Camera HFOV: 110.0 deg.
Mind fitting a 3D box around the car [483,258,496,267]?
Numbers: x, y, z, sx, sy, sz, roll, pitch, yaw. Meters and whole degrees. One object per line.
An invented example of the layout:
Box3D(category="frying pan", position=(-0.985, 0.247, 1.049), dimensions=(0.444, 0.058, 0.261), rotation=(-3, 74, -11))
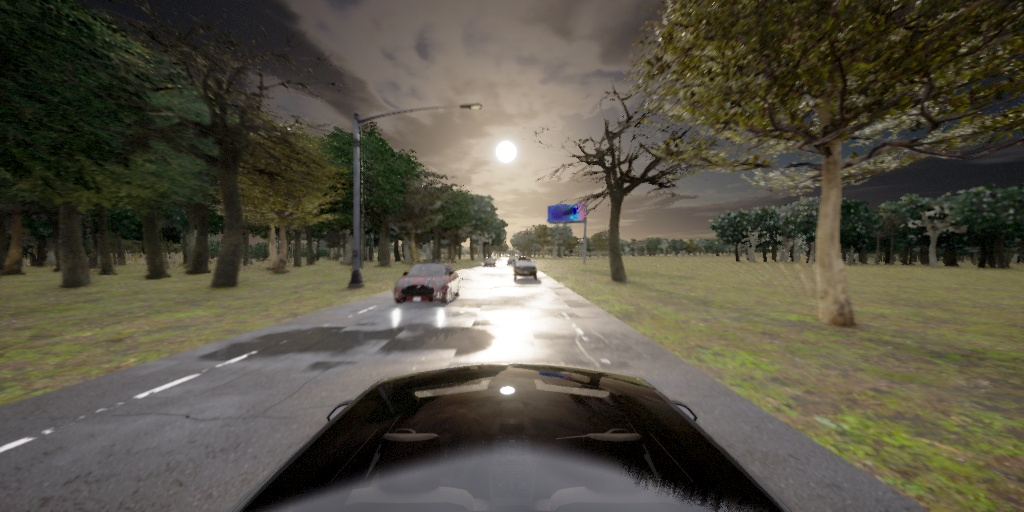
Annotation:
Box3D(category="car", position=(-3.491, 1.058, 57.764), dimensions=(2.033, 1.411, 5.357), rotation=(0, 0, 1))

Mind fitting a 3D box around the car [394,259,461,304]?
Box3D(category="car", position=(-3.582, 1.037, 15.821), dimensions=(2.097, 1.767, 4.553), rotation=(0, 0, 0))

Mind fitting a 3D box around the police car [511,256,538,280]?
Box3D(category="police car", position=(1.063, 1.048, 30.038), dimensions=(1.930, 1.638, 5.238), rotation=(0, 0, 0))
